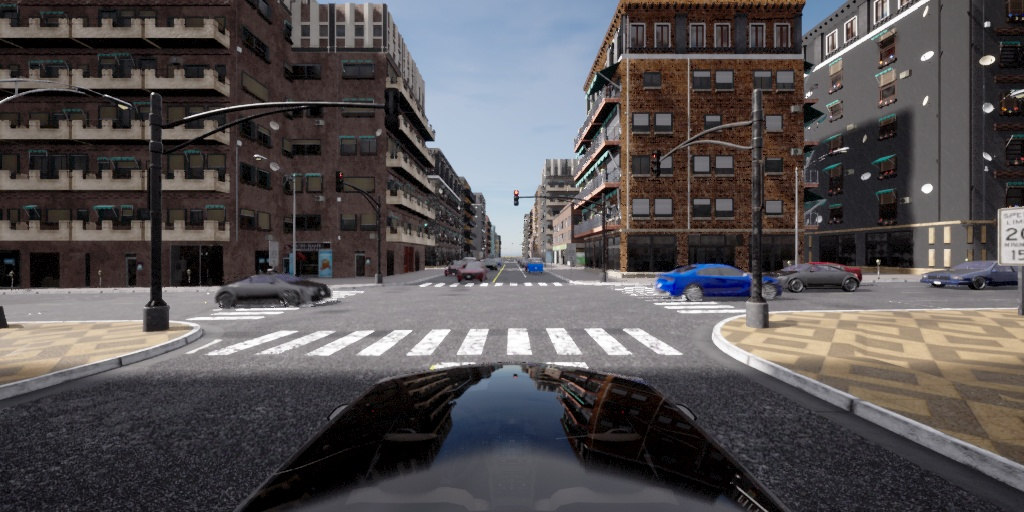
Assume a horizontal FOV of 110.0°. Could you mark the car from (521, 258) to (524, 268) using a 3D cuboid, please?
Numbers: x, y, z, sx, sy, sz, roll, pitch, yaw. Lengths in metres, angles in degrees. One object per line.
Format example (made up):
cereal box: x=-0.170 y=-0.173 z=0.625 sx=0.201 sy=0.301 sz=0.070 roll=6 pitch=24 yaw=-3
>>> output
car: x=2.565 y=1.283 z=47.038 sx=1.888 sy=1.381 sz=4.507 roll=0 pitch=0 yaw=0

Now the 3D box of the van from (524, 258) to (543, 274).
van: x=2.614 y=1.081 z=40.834 sx=1.690 sy=1.789 sz=3.998 roll=0 pitch=0 yaw=0

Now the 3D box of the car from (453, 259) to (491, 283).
car: x=-3.029 y=1.224 z=28.227 sx=1.882 sy=1.535 sz=5.008 roll=0 pitch=0 yaw=1

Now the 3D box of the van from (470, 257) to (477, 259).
van: x=-5.504 y=1.079 z=47.021 sx=1.690 sy=1.789 sz=3.998 roll=0 pitch=0 yaw=0

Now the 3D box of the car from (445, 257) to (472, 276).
car: x=-5.515 y=1.182 z=35.857 sx=1.967 sy=1.591 sz=4.097 roll=0 pitch=0 yaw=0

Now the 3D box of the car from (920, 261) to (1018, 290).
car: x=24.394 y=0.943 z=18.336 sx=5.357 sy=1.411 sz=2.033 roll=-1 pitch=0 yaw=0

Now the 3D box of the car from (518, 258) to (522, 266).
car: x=2.450 y=1.301 z=58.200 sx=1.948 sy=1.339 sz=4.313 roll=0 pitch=0 yaw=0

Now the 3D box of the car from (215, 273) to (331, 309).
car: x=-10.142 y=1.436 z=15.399 sx=4.181 sy=1.385 sz=1.994 roll=-1 pitch=0 yaw=0

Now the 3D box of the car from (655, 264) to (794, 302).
car: x=8.799 y=1.088 z=15.446 sx=5.008 sy=1.535 sz=1.882 roll=-1 pitch=0 yaw=0

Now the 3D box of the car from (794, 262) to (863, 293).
car: x=15.026 y=1.088 z=18.310 sx=4.181 sy=1.385 sz=1.994 roll=-1 pitch=0 yaw=0

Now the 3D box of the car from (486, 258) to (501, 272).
car: x=-2.941 y=1.090 z=46.938 sx=2.097 sy=1.767 sz=4.553 roll=0 pitch=0 yaw=0
